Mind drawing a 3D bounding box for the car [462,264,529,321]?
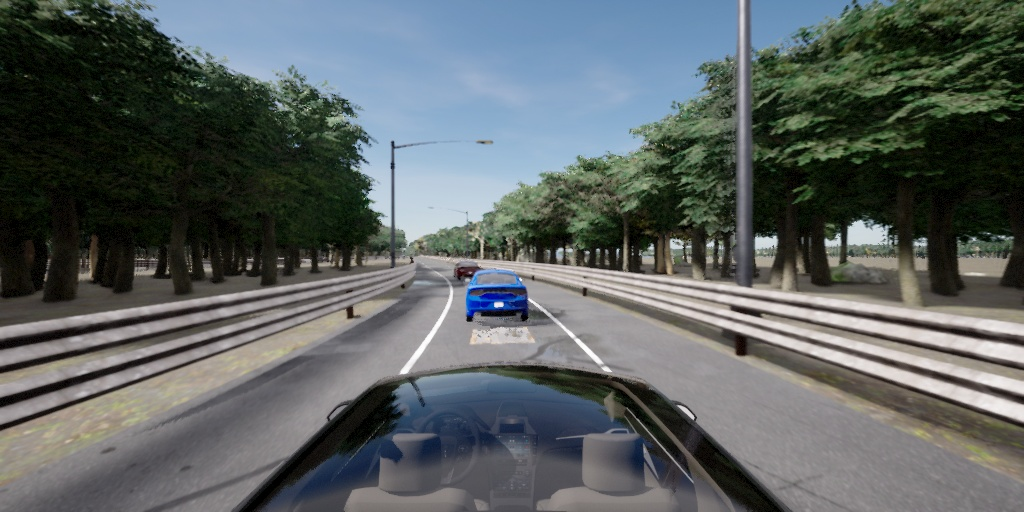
[{"bbox_3d":[-0.611,1.200,12.459,1.882,1.535,5.008,0,0,-6],"label":"car"}]

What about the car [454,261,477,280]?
[{"bbox_3d":[-3.867,1.150,30.580,1.882,1.535,5.008,0,0,-14],"label":"car"}]
